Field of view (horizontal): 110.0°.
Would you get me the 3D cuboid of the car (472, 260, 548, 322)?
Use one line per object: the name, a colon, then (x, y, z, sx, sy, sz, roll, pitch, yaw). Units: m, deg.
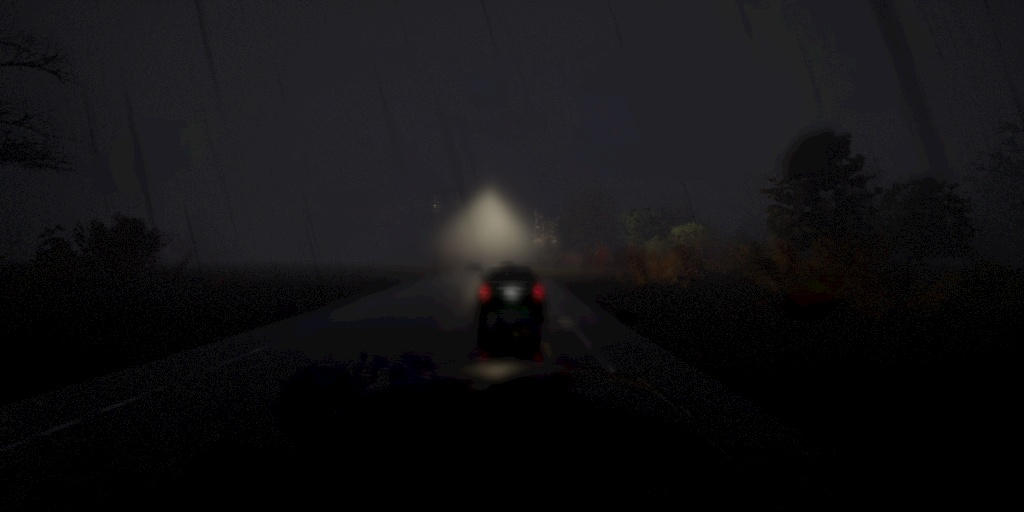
car: (-0.024, 1.063, 12.316, 2.097, 1.767, 4.553, 0, 0, -1)

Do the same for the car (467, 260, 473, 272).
car: (-4.136, 1.139, 41.892, 2.033, 1.411, 5.357, 0, 0, -1)

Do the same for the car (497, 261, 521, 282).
car: (-0.257, 1.169, 28.863, 1.812, 1.442, 4.674, 0, 0, -1)
